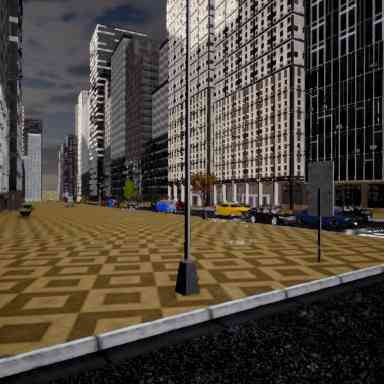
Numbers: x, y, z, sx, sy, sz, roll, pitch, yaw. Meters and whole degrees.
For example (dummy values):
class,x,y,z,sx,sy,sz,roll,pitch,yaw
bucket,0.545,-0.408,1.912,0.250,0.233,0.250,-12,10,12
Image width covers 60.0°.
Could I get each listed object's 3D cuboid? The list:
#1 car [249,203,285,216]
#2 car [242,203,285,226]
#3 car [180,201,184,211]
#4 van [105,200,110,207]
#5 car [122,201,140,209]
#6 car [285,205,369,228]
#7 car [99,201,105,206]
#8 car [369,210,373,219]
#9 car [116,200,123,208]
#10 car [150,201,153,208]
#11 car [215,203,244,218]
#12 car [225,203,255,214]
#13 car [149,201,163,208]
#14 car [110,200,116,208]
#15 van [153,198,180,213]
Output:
class,x,y,z,sx,sy,sz,roll,pitch,yaw
car,8.855,2.068,39.675,1.947,1.339,4.313,-1,-1,-26
car,6.164,1.814,25.908,2.008,1.369,4.403,-1,-1,-26
car,-3.761,2.009,52.759,2.150,2.045,5.566,0,-1,-25
van,-18.161,2.635,76.623,1.690,1.788,3.998,-1,-1,-26
car,-10.862,2.525,61.407,2.008,1.369,4.403,-1,-1,-26
car,9.724,1.774,24.534,2.033,1.411,5.357,0,-1,-26
car,-23.022,3.053,86.762,1.887,1.381,4.507,-1,-1,-26
car,13.719,1.854,29.532,2.008,1.369,4.403,-1,-1,-26
car,-13.221,2.602,66.326,1.752,1.417,4.829,-1,-1,-26
car,-6.409,2.257,65.537,2.150,2.045,5.566,0,-1,-26
car,4.346,1.923,35.716,1.882,1.535,5.008,0,-1,-26
car,6.423,2.168,44.746,1.947,1.339,4.313,-1,-1,-26
car,-8.169,2.809,75.173,1.802,1.307,4.206,-1,-1,-26
car,-15.726,2.731,71.550,1.887,1.381,4.507,-1,-1,-26
van,-3.569,2.005,46.197,1.690,1.788,3.998,-1,-1,-26
